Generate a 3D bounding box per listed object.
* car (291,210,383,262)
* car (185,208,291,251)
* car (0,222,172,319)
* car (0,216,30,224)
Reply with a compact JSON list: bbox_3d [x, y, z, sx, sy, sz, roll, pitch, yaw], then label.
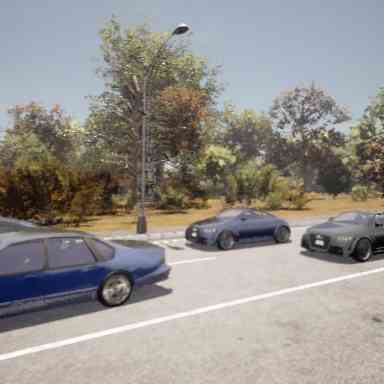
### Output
[{"bbox_3d":[5.697,1.336,11.167,4.181,1.385,1.994,-1,2,-28],"label":"car"},{"bbox_3d":[1.842,1.326,12.997,4.181,1.385,1.994,-1,1,-28],"label":"car"},{"bbox_3d":[-2.981,1.426,6.090,5.357,1.411,2.033,0,1,-36],"label":"car"},{"bbox_3d":[-5.746,1.347,8.385,4.674,1.442,1.812,0,1,-33],"label":"car"}]
